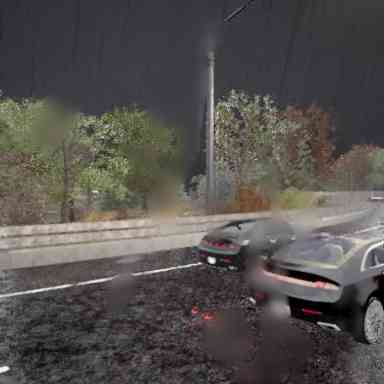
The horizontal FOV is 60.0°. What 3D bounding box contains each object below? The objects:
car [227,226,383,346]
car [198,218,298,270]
[{"bbox_3d":[3.233,1.540,6.508,4.902,1.511,2.128,0,0,-39],"label":"car"},{"bbox_3d":[2.395,1.577,10.340,4.892,1.490,1.837,1,0,-39],"label":"car"}]
